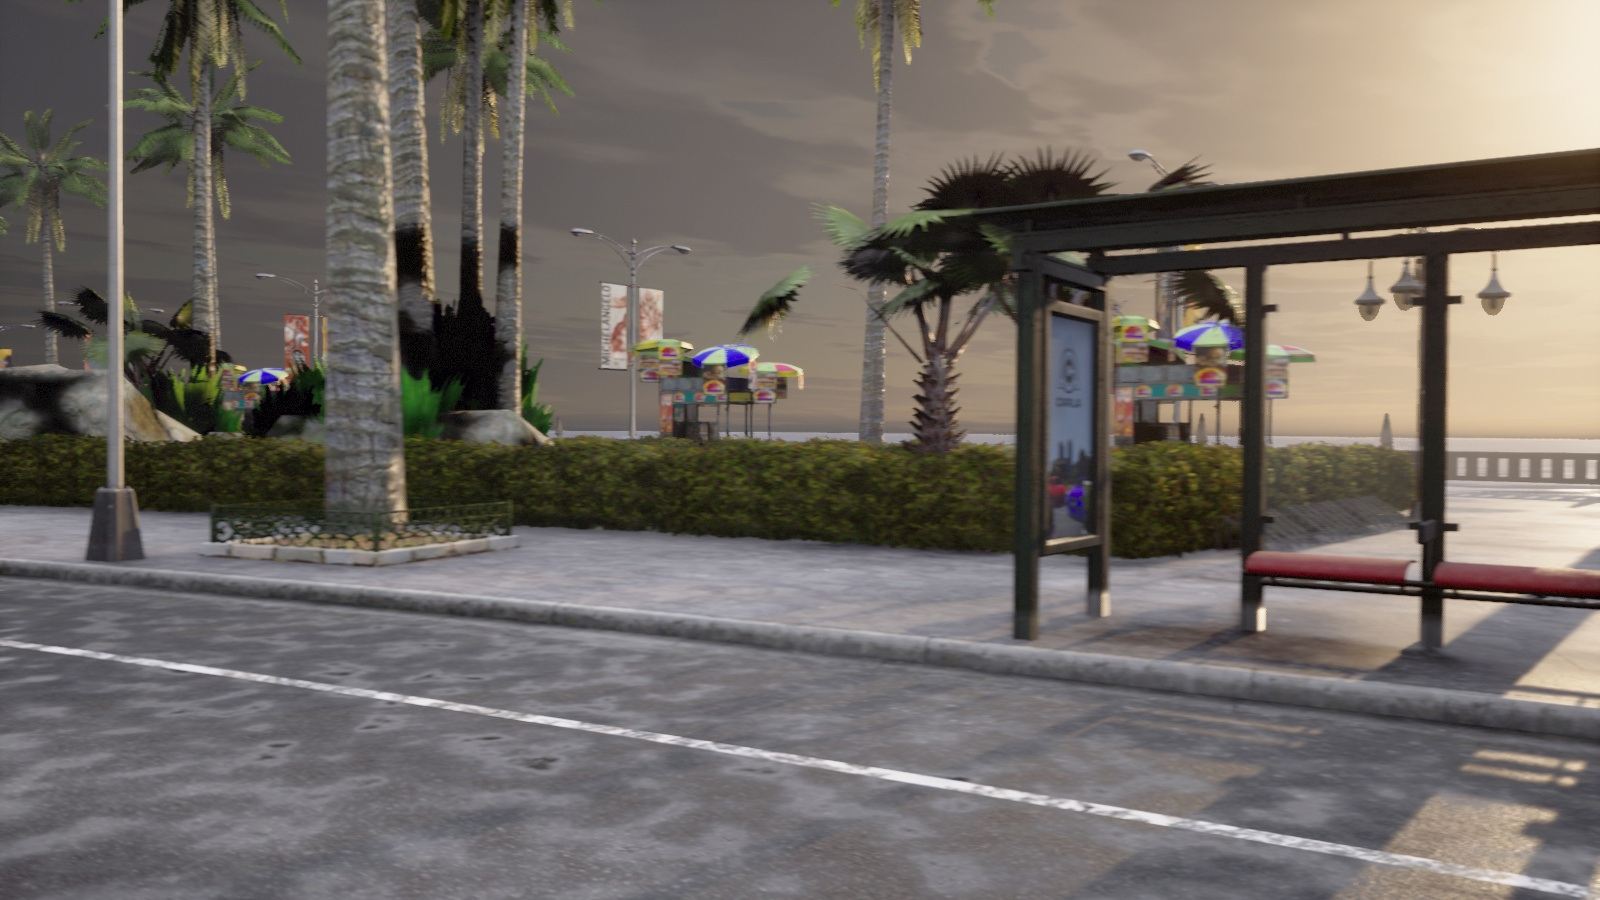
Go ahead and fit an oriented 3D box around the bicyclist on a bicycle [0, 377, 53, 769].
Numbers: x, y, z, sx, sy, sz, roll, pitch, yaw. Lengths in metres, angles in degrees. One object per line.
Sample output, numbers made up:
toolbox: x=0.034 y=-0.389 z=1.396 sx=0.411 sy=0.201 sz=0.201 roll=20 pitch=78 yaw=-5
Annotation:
bicyclist on a bicycle: x=-4.488 y=0.558 z=6.013 sx=1.843 sy=1.776 sz=0.659 roll=0 pitch=1 yaw=27
